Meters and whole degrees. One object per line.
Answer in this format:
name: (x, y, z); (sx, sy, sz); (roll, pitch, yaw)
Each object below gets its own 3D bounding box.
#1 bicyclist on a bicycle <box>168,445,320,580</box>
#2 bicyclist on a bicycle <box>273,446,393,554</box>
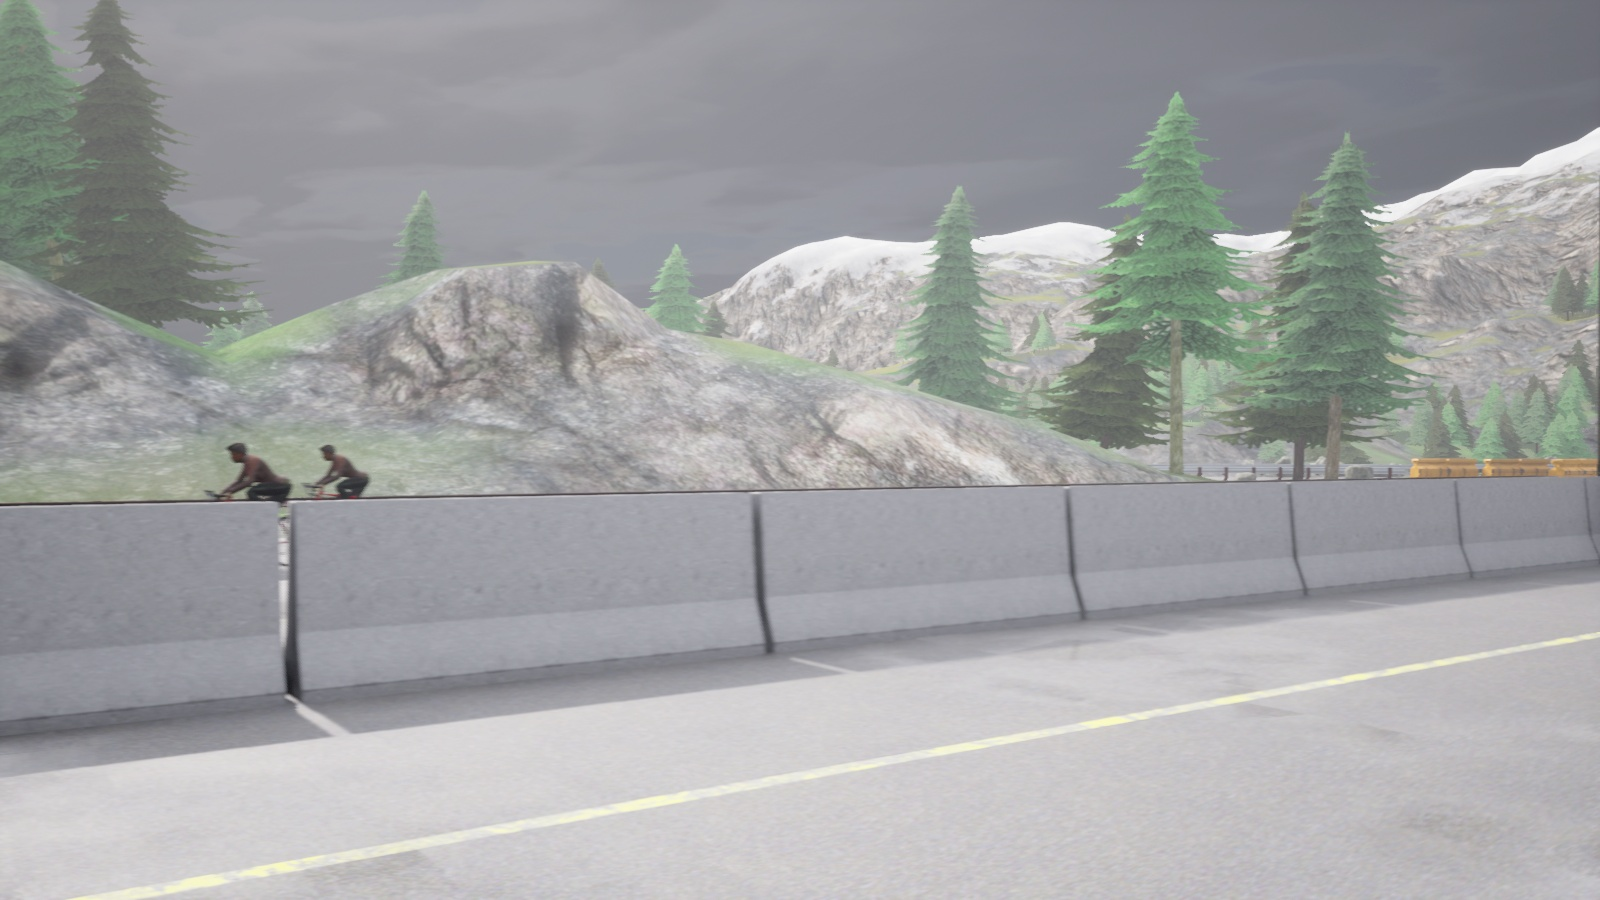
bicyclist on a bicycle: (-7.004, 0.751, 15.841); (1.656, 1.620, 0.582); (-1, 0, -35)
bicyclist on a bicycle: (-7.371, 0.762, 19.850); (1.656, 1.620, 0.582); (-1, 0, -35)
